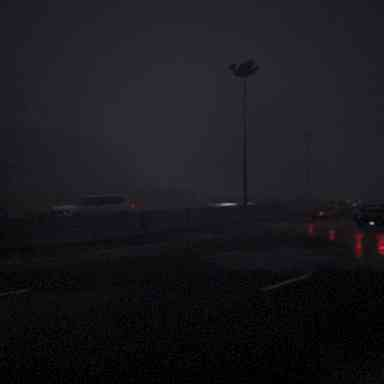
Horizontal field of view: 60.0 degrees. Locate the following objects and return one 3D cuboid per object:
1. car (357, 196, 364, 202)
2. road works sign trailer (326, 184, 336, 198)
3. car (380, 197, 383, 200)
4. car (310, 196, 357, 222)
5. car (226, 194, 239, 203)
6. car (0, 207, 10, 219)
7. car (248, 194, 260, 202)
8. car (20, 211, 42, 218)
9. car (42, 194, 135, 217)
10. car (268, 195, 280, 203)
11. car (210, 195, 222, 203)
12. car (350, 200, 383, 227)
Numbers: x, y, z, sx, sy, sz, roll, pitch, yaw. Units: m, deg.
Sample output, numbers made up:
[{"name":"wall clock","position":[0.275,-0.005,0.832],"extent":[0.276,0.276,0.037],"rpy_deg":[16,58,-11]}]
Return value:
[{"name":"car","position":[18.677,1.169,38.251],"extent":[1.812,1.442,4.674],"rpy_deg":[0,0,26]},{"name":"road works sign trailer","position":[35.888,-0.286,86.866],"extent":[2.380,3.560,2.880],"rpy_deg":[-1,0,-13]},{"name":"car","position":[21.359,1.154,35.803],"extent":[1.812,1.442,4.674],"rpy_deg":[0,0,27]},{"name":"car","position":[10.260,1.266,24.369],"extent":[1.882,1.535,5.008],"rpy_deg":[0,1,38]},{"name":"car","position":[7.203,1.150,58.465],"extent":[2.128,1.511,4.902],"rpy_deg":[0,0,14]},{"name":"car","position":[-15.544,1.520,23.188],"extent":[5.008,1.535,1.882],"rpy_deg":[-1,0,-38]},{"name":"car","position":[11.255,1.113,60.608],"extent":[1.837,1.490,4.892],"rpy_deg":[0,1,11]},{"name":"car","position":[-9.485,1.583,23.614],"extent":[4.718,1.301,1.895],"rpy_deg":[-1,0,-42]},{"name":"car","position":[-6.390,1.182,21.728],"extent":[5.566,2.045,2.150],"rpy_deg":[-1,1,-43]},{"name":"car","position":[14.300,1.155,58.131],"extent":[1.994,1.385,4.181],"rpy_deg":[0,0,13]},{"name":"car","position":[4.525,1.213,62.292],"extent":[2.033,1.411,5.357],"rpy_deg":[0,0,11]},{"name":"car","position":[11.265,1.401,19.951],"extent":[1.895,1.301,4.718],"rpy_deg":[0,0,39]}]
